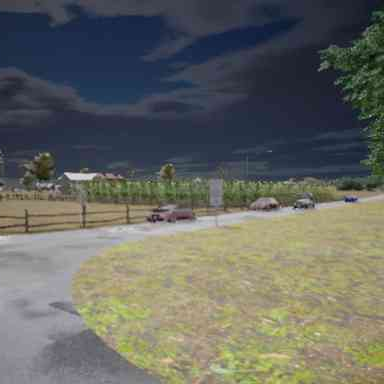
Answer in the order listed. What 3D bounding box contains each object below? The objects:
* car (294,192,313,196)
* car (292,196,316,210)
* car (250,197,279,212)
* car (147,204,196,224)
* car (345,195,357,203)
[{"bbox_3d":[17.632,0.928,52.662,2.150,2.045,5.566,-2,-1,35],"label":"car"},{"bbox_3d":[14.572,1.552,43.264,1.812,1.442,4.674,-2,-1,35],"label":"car"},{"bbox_3d":[8.717,1.441,40.011,2.097,1.767,4.553,-2,-1,35],"label":"car"},{"bbox_3d":[-1.492,1.633,25.356,1.994,1.385,4.181,-2,-1,35],"label":"car"},{"bbox_3d":[34.481,1.473,72.003,1.882,1.535,5.008,-2,-1,35],"label":"car"}]
